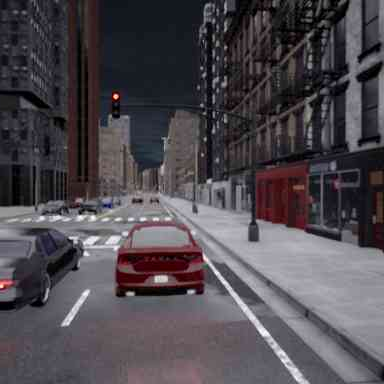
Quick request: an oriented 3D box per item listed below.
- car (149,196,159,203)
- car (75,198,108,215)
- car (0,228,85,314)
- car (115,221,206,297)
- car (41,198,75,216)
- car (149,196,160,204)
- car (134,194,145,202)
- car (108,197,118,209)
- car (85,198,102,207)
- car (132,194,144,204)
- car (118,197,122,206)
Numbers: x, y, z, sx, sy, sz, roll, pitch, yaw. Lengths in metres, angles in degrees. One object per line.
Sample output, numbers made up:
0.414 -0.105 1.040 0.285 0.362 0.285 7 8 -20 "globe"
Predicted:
-8.630 1.615 75.565 2.033 1.411 5.357 0 0 -7 "car"
-10.573 1.580 35.062 2.033 1.411 5.357 0 0 -7 "car"
-3.942 1.552 7.814 2.033 1.411 5.357 0 0 -7 "car"
-0.839 1.482 8.694 1.882 1.535 5.008 0 0 -6 "car"
-13.686 1.536 33.716 1.837 1.490 4.892 0 0 -7 "car"
-7.335 1.569 65.267 1.837 1.490 4.892 0 0 -7 "car"
-11.856 1.263 75.167 2.097 1.767 4.553 0 0 -7 "car"
-11.760 1.522 45.446 1.882 1.535 5.008 0 0 -7 "car"
-16.102 1.656 54.804 1.895 1.301 4.718 0 0 -6 "car"
-10.658 1.543 64.847 1.882 1.535 5.008 0 0 -7 "car"
-12.941 1.548 55.790 2.128 1.511 4.902 0 0 -6 "car"
